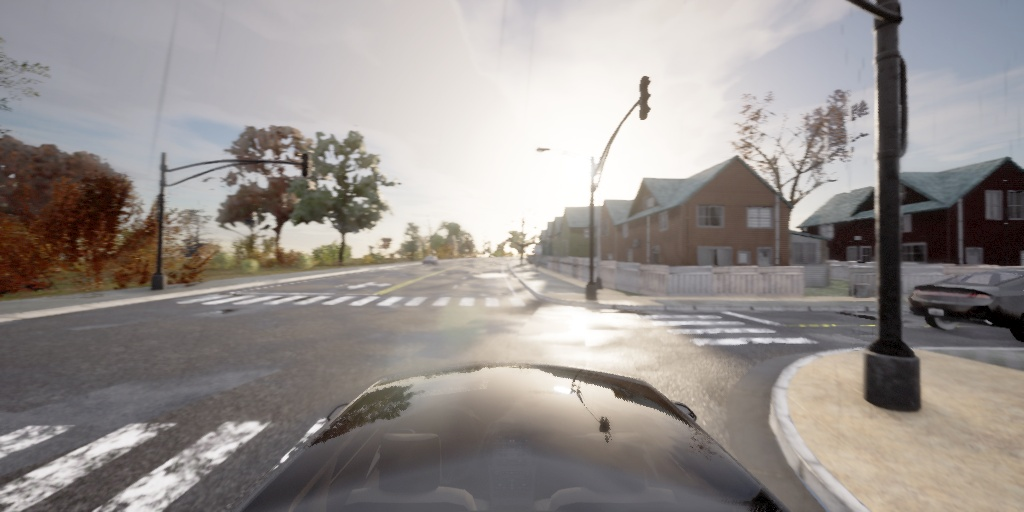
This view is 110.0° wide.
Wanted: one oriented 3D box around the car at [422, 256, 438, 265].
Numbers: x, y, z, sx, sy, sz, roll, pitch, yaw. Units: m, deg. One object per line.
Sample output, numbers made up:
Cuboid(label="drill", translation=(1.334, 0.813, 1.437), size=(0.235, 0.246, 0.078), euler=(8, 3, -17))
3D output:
Cuboid(label="car", translation=(-12.839, 0.700, 56.705), size=(1.812, 1.442, 4.674), euler=(1, 0, -1))

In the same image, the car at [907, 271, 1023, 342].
Cuboid(label="car", translation=(12.123, 1.079, 8.146), size=(4.902, 1.511, 2.128), euler=(0, -1, 2))
